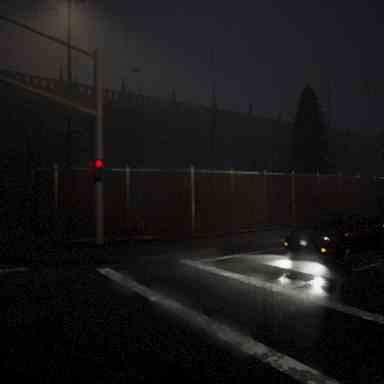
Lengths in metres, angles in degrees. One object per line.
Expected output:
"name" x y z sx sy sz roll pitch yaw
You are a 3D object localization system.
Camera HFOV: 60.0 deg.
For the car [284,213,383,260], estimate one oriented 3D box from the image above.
"car" 5.269 1.474 12.045 4.181 1.385 1.994 0 0 -35
